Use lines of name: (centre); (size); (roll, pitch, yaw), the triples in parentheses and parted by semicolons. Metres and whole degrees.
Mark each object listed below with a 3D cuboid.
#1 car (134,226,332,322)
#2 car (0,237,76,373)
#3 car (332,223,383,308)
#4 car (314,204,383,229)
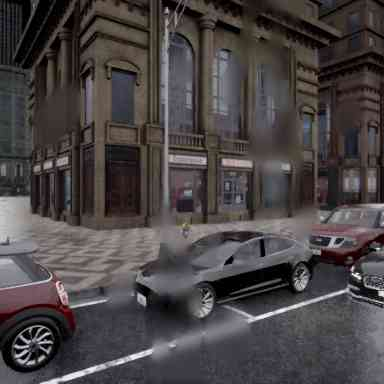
car: (0.872, 1.566, 7.255); (4.313, 1.339, 1.947); (0, 0, -35)
car: (-3.696, 1.440, 4.013); (4.097, 1.590, 1.967); (0, 0, -35)
car: (5.285, 1.505, 7.125); (4.892, 1.490, 1.837); (0, 0, -35)
car: (5.442, 1.316, 10.496); (5.009, 1.841, 2.192); (0, 0, -35)
